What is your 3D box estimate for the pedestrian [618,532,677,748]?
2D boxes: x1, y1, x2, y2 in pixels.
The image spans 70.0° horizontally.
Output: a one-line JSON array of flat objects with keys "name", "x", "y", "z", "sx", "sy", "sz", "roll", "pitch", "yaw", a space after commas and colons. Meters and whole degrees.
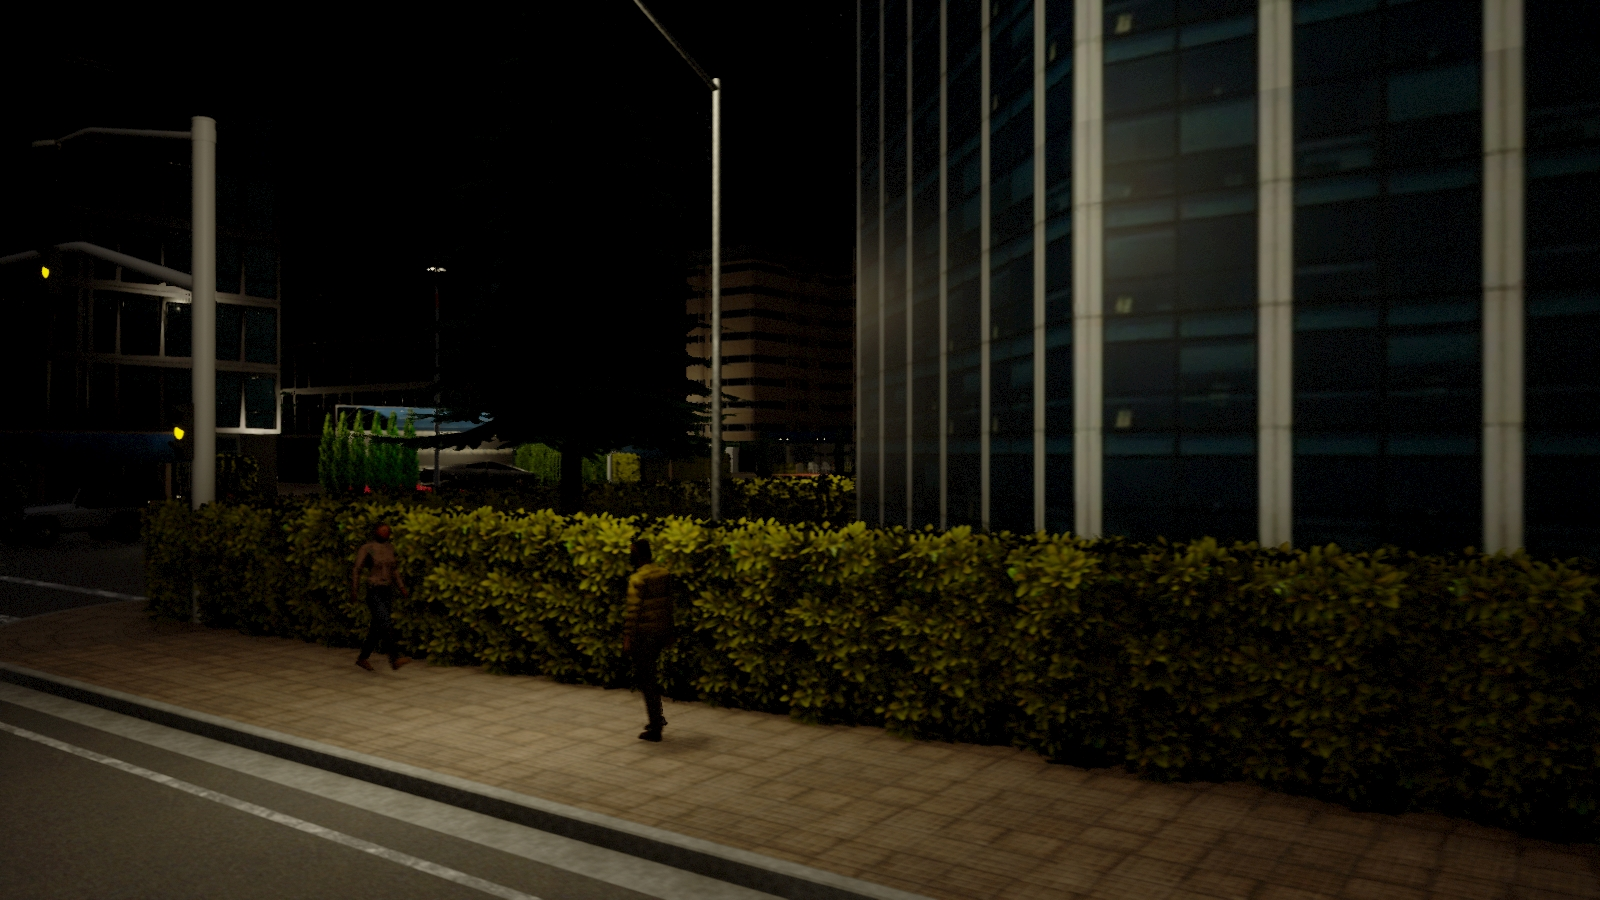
[{"name": "pedestrian", "x": -1.375, "y": 1.692, "z": 10.320, "sx": 0.375, "sy": 1.860, "sz": 0.375, "roll": 0, "pitch": 0, "yaw": 38}]

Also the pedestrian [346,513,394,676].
[{"name": "pedestrian", "x": -5.083, "y": 1.691, "z": 13.510, "sx": 0.375, "sy": 1.860, "sz": 0.375, "roll": 0, "pitch": 0, "yaw": 32}]

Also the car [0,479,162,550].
[{"name": "car", "x": -21.409, "y": 1.843, "z": 33.893, "sx": 1.905, "sy": 1.878, "sz": 3.866, "roll": 0, "pitch": 0, "yaw": 35}]
